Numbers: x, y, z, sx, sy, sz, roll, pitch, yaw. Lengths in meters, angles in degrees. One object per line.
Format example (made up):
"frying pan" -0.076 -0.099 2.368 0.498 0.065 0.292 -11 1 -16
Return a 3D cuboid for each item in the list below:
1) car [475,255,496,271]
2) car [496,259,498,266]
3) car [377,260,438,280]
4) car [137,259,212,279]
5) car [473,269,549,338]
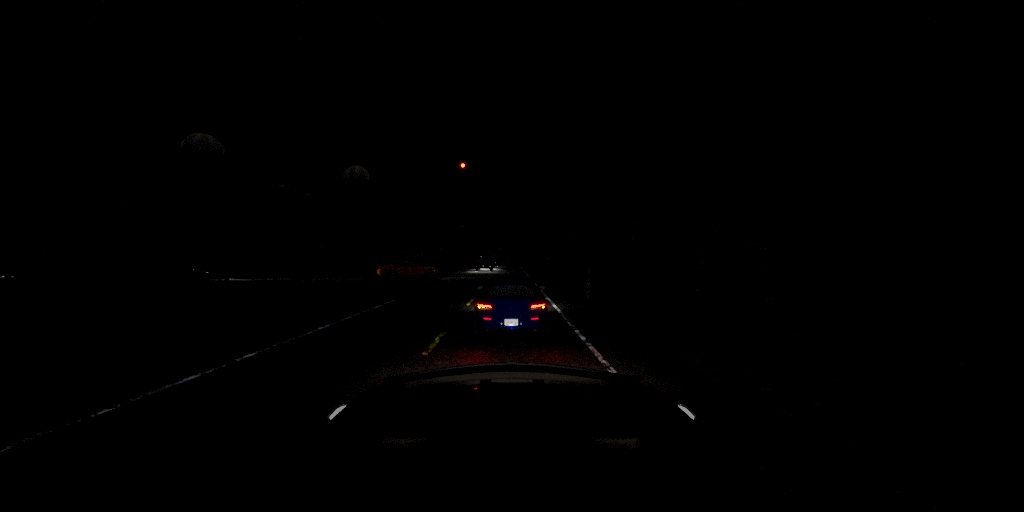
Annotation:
"car" -3.770 0.934 49.782 2.150 2.045 5.566 0 0 0
"car" -3.788 1.299 59.556 1.895 1.301 4.718 0 0 0
"car" -8.807 1.143 30.427 5.008 1.535 1.882 0 1 -22
"car" -26.553 1.006 28.322 4.902 1.511 2.128 1 0 -1
"car" -0.026 1.274 10.086 1.812 1.442 4.674 0 0 0
